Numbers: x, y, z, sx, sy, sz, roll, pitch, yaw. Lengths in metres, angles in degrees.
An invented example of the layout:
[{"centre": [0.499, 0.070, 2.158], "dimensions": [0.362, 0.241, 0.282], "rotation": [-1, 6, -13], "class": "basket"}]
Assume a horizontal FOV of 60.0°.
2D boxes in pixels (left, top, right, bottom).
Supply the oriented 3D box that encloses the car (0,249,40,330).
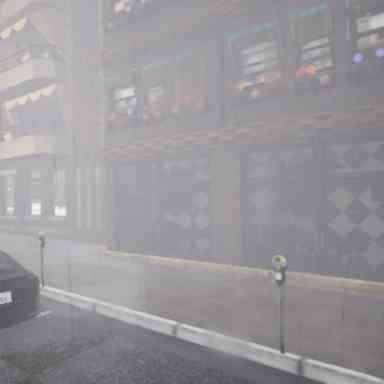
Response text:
[{"centre": [-4.532, 1.641, 6.135], "dimensions": [4.313, 1.339, 1.947], "rotation": [-1, -1, 36], "class": "car"}]
